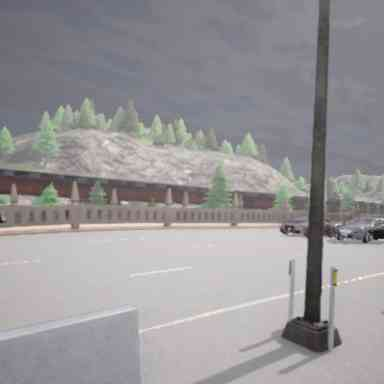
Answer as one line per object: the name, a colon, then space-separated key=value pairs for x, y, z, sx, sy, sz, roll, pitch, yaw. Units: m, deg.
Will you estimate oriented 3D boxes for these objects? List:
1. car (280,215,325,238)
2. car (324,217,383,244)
car: x=7.884 y=2.291 z=22.515 sx=4.181 sy=1.385 sz=1.994 roll=4 pitch=-2 yaw=-35
car: x=10.579 y=2.265 z=20.138 sx=4.902 sy=1.511 sz=2.128 roll=4 pitch=-2 yaw=-35
